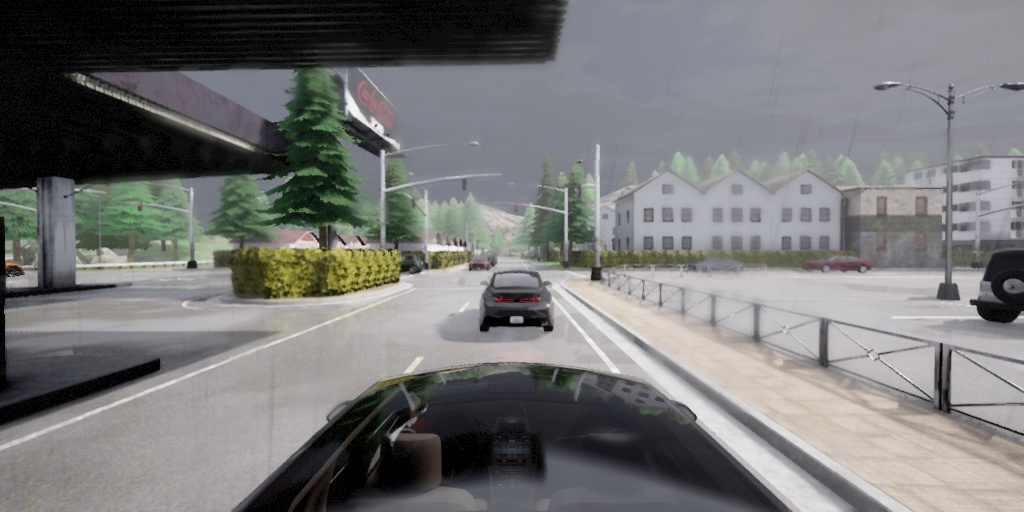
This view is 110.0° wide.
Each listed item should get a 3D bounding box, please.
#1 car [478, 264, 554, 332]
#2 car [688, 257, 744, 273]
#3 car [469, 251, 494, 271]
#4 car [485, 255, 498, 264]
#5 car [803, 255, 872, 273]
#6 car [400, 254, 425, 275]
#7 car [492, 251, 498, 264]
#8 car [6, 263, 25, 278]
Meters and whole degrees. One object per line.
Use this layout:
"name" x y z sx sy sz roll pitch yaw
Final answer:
"car" 0.115 1.148 10.417 1.837 1.490 4.892 0 1 0
"car" 17.488 0.764 30.888 4.181 1.385 1.994 0 1 0
"car" -3.424 0.648 38.700 2.097 1.767 4.553 0 1 0
"car" -3.381 0.550 59.169 1.837 1.490 4.892 0 1 0
"car" 27.952 0.677 30.899 5.008 1.535 1.882 0 1 0
"car" -9.861 0.616 30.855 4.553 1.767 2.097 3 1 0
"car" -3.402 0.393 48.936 2.150 2.045 5.566 0 1 0
"car" -37.244 0.769 24.640 2.097 1.767 4.553 0 2 0
